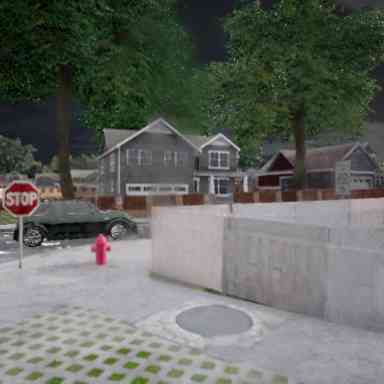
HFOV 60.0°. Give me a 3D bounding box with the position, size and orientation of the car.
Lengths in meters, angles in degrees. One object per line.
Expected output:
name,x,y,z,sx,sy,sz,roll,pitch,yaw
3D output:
car,-4.507,1.050,13.209,4.553,1.767,2.097,-1,1,-24
